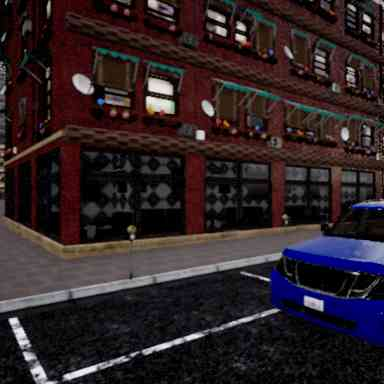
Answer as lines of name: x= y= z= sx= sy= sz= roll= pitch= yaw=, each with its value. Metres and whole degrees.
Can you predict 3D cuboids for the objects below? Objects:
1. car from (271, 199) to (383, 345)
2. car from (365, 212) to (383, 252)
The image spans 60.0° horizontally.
car: x=3.947 y=1.169 z=6.174 sx=5.566 sy=2.045 sz=2.150 roll=0 pitch=0 yaw=-35
car: x=8.752 y=1.450 z=12.788 sx=4.313 sy=1.339 sz=1.947 roll=-1 pitch=1 yaw=-35
